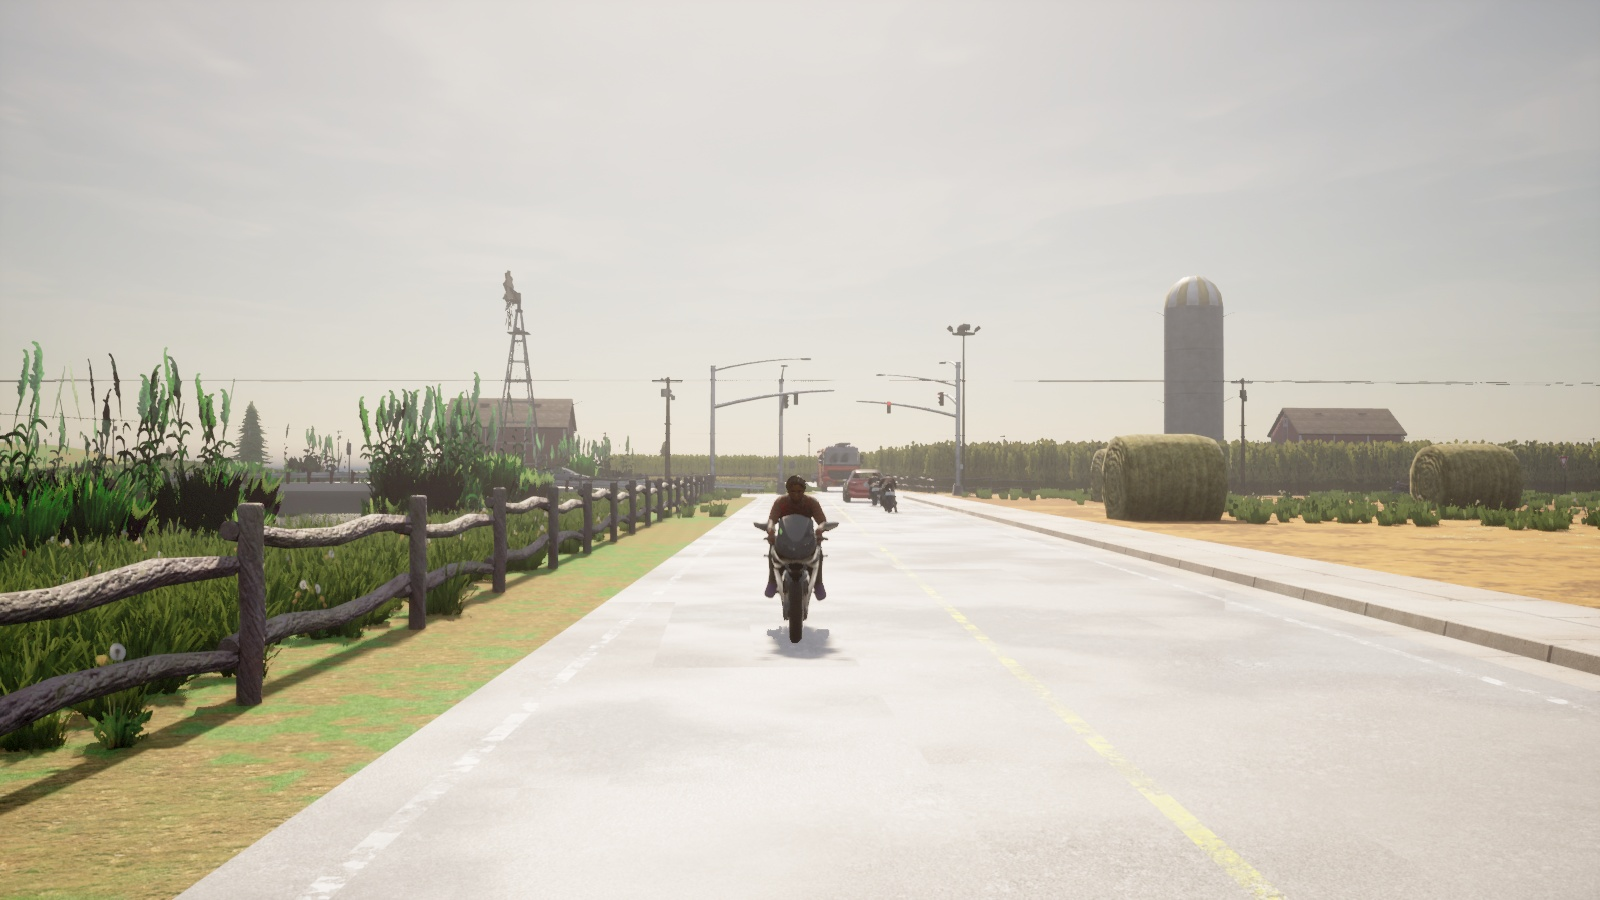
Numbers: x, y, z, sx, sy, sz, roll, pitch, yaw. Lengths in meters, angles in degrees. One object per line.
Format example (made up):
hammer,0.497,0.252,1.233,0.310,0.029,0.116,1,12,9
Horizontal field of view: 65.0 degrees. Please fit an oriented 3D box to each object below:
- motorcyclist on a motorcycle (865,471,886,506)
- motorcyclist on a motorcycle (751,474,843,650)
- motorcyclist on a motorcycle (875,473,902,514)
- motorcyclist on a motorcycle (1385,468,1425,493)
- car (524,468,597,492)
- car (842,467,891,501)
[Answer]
motorcyclist on a motorcycle,3.357,1.726,56.252,0.797,1.523,2.044,0,-1,0
motorcyclist on a motorcycle,-0.031,0.998,12.007,0.797,1.523,2.044,0,-1,0
motorcyclist on a motorcycle,3.378,1.640,47.979,0.866,1.530,2.191,0,-1,0
motorcyclist on a motorcycle,41.164,2.066,85.428,2.350,1.649,0.766,0,-1,-3
car,-15.365,1.918,80.726,4.181,1.385,1.994,2,-1,3
car,3.340,1.719,64.063,2.242,1.667,4.611,0,-1,0
